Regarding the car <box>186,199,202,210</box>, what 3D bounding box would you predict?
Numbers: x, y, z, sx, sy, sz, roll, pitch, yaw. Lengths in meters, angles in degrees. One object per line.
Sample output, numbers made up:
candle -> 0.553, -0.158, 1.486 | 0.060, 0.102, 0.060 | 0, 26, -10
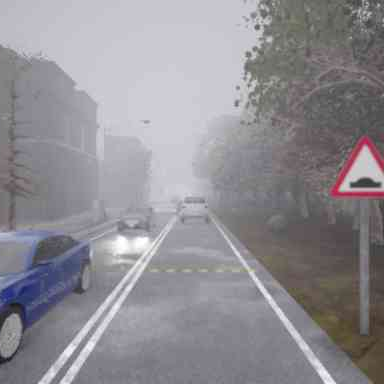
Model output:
car -> 0.285, 1.626, 43.407 | 1.895, 1.301, 4.718 | 0, 0, 1

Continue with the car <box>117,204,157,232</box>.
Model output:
car -> -3.243, 1.518, 20.286 | 2.128, 1.511, 4.902 | 0, 0, 0

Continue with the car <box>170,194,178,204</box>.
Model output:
car -> -3.060, 1.325, 64.002 | 2.097, 1.767, 4.553 | 0, 0, 0

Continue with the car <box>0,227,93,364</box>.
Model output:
car -> -3.331, 1.487, 6.067 | 1.882, 1.535, 5.008 | 0, 0, 0

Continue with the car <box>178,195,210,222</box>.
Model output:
car -> 0.238, 1.260, 26.735 | 2.150, 2.045, 5.566 | 0, 0, 1
